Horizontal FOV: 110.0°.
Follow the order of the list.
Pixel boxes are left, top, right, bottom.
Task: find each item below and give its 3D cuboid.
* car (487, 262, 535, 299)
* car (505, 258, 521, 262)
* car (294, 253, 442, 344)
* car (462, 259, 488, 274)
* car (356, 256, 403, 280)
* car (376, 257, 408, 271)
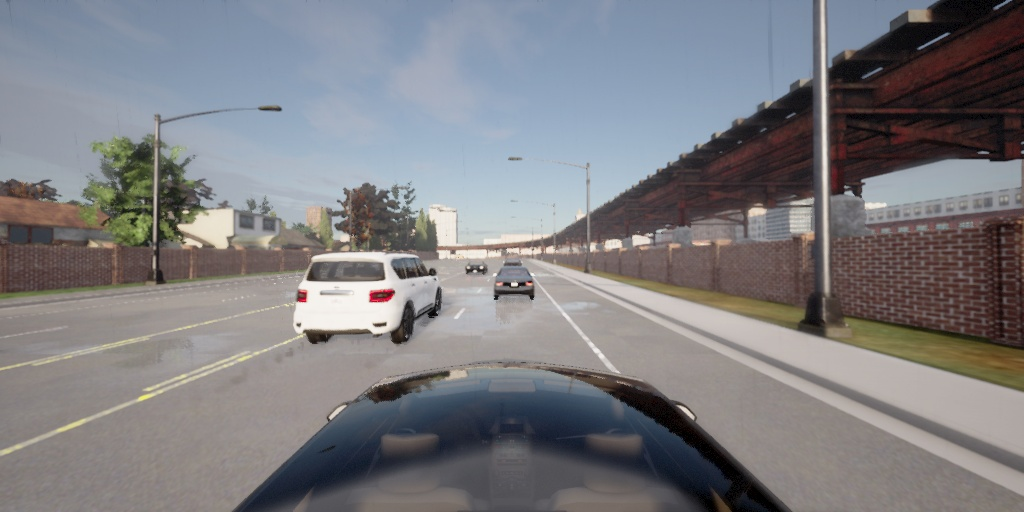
[{"bbox_3d":[0.096,1.199,17.217,2.033,1.411,5.357,0,0,0],"label":"car"},{"bbox_3d":[0.093,0.971,36.686,1.882,1.535,5.008,0,0,0],"label":"car"},{"bbox_3d":[-3.405,0.935,9.643,2.150,2.045,5.566,0,0,0],"label":"car"},{"bbox_3d":[-3.407,1.105,35.388,1.895,1.301,4.718,0,0,0],"label":"car"},{"bbox_3d":[-10.604,0.907,29.029,2.097,1.767,4.553,0,1,0],"label":"car"},{"bbox_3d":[-14.101,0.939,42.480,2.128,1.511,4.902,0,0,0],"label":"car"}]
